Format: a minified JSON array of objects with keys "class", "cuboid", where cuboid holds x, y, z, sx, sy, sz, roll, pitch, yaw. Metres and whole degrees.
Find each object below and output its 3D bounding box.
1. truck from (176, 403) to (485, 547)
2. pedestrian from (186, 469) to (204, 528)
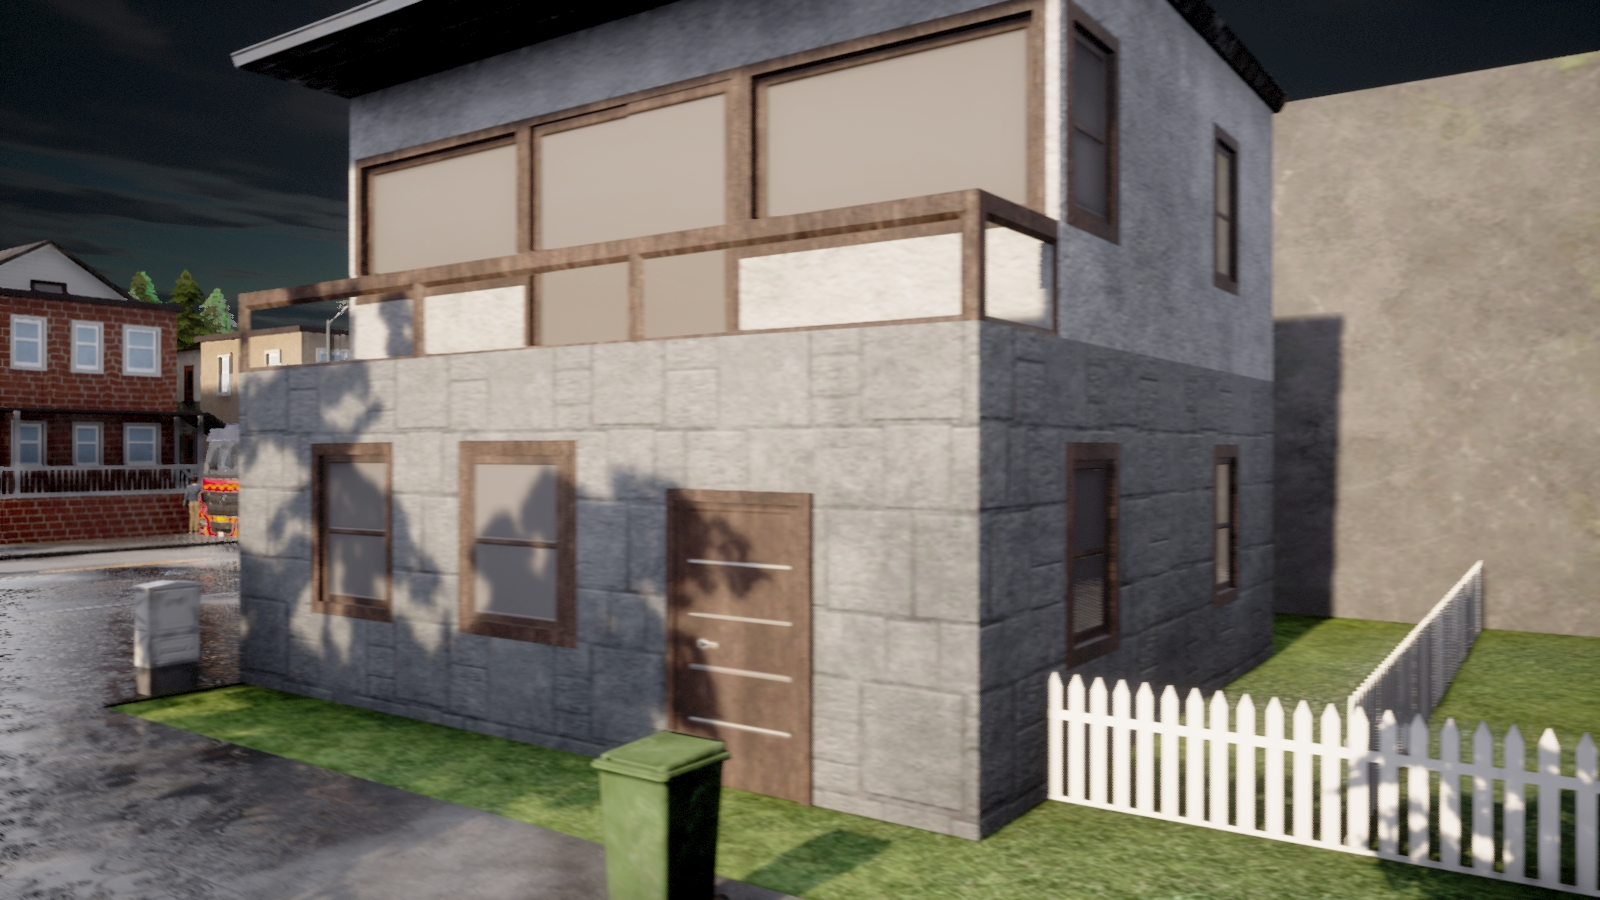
[{"class":"truck","cuboid":[-13.914,0.670,34.728,2.891,3.827,8.468,0,0,35]},{"class":"pedestrian","cuboid":[-19.204,1.521,36.250,0.375,1.860,0.375,0,0,-2]}]
